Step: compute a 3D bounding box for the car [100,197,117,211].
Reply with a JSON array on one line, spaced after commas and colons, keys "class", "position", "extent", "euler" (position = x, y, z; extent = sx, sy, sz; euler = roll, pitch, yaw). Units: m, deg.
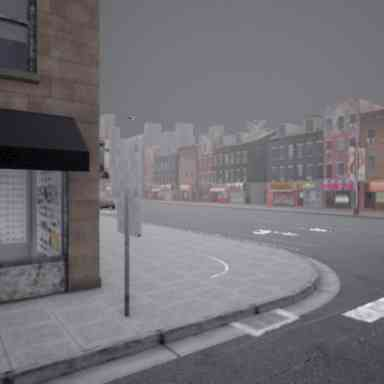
[{"class": "car", "position": [-10.105, 1.264, 37.086], "extent": [2.033, 1.411, 5.357], "euler": [0, 0, -36]}]
